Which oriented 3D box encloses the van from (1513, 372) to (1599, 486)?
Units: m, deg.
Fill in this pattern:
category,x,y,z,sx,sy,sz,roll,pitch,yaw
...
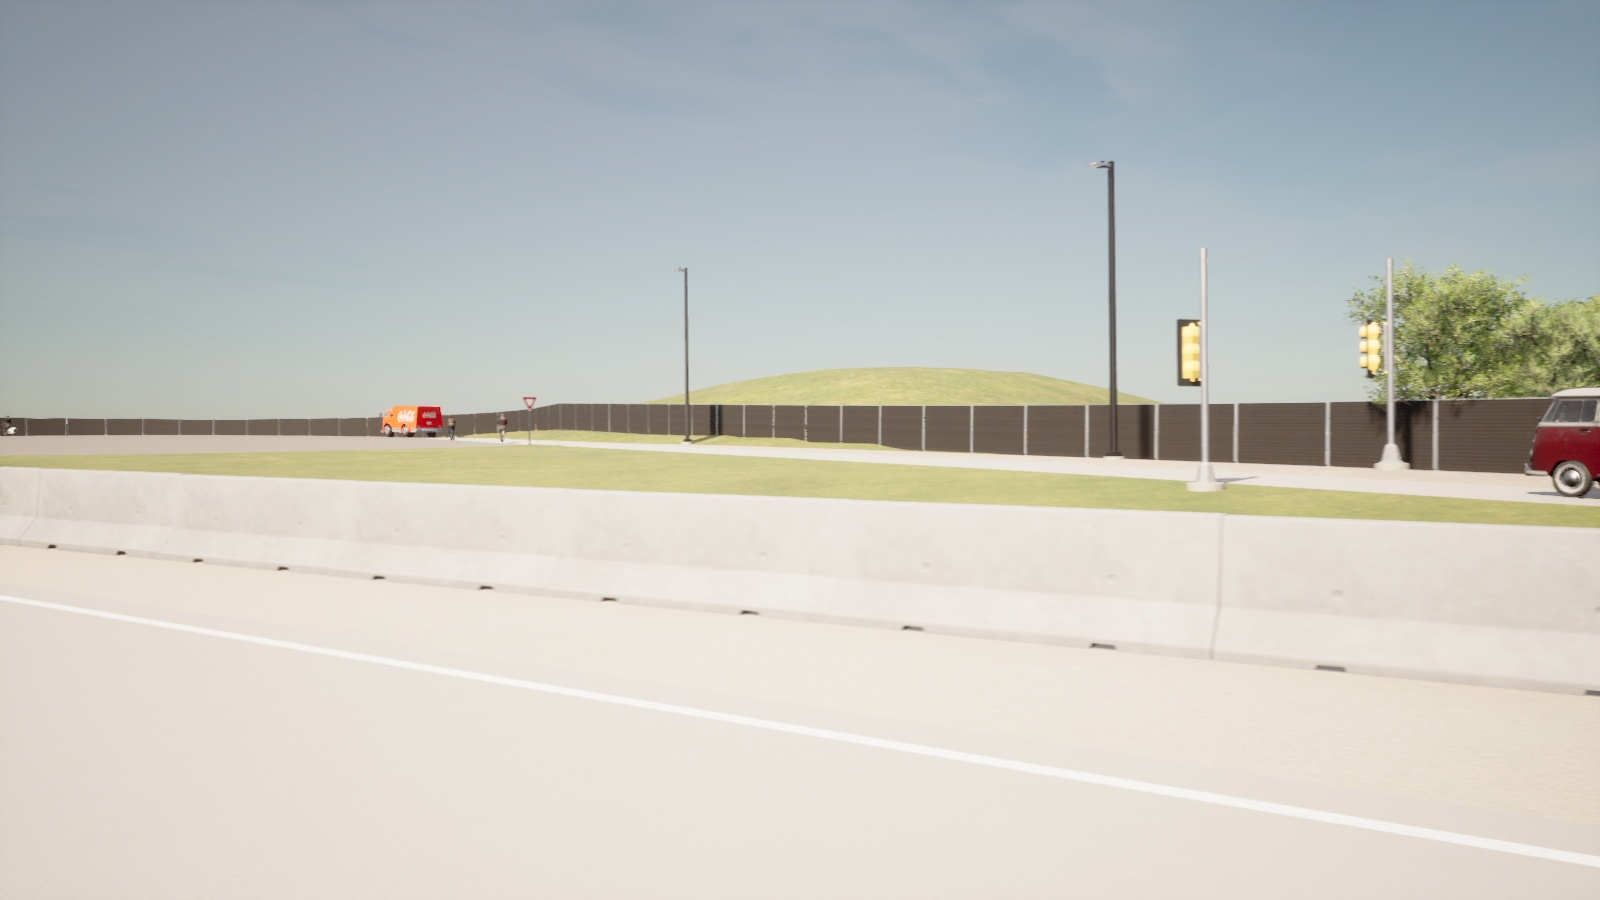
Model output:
category,x,y,z,sx,sy,sz,roll,pitch,yaw
van,15.114,-0.379,21.831,1.775,1.987,4.442,-2,2,-29
